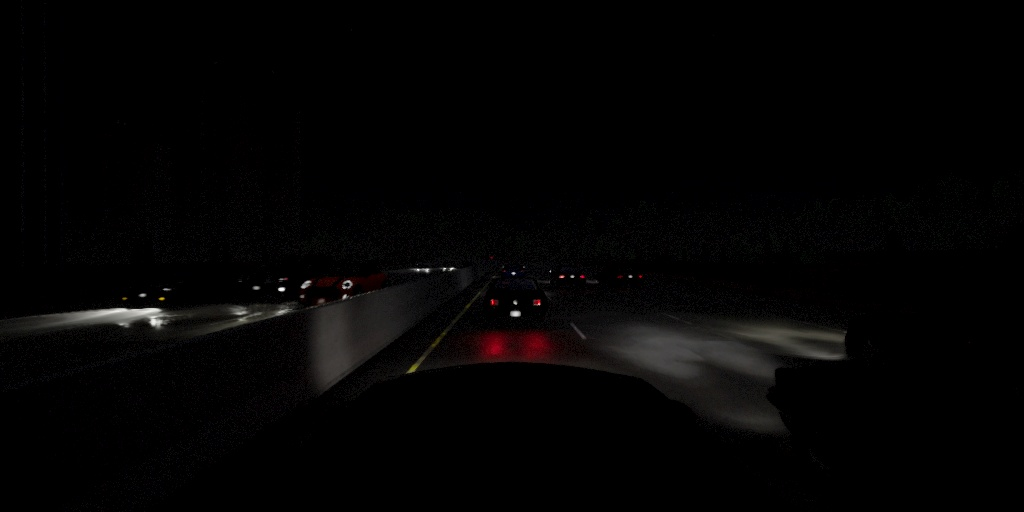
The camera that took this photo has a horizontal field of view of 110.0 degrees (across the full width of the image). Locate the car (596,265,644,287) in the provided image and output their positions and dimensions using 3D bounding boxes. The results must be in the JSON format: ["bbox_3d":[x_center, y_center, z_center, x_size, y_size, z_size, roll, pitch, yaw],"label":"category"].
[{"bbox_3d":[7.110,1.287,24.031,2.033,1.411,5.357,0,0,0],"label":"car"}]

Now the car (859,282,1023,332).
[{"bbox_3d":[7.105,1.101,4.611,2.097,1.767,4.553,0,0,0],"label":"car"}]

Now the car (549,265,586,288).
[{"bbox_3d":[3.610,1.287,23.937,2.033,1.411,5.357,0,0,0],"label":"car"}]

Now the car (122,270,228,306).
[{"bbox_3d":[-14.093,1.308,15.674,1.994,1.385,4.181,0,0,0],"label":"car"}]

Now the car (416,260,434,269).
[{"bbox_3d":[-14.014,1.345,57.978,1.895,1.301,4.718,0,0,1],"label":"car"}]

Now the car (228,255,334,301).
[{"bbox_3d":[-10.592,0.964,17.620,2.150,2.045,5.566,0,0,0],"label":"car"}]

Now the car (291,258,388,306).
[{"bbox_3d":[-7.093,1.096,15.607,2.097,1.767,4.553,0,0,0],"label":"car"}]

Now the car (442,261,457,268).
[{"bbox_3d":[-10.511,1.311,60.763,1.994,1.385,4.181,0,0,1],"label":"car"}]

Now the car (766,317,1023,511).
[{"bbox_3d":[3.603,1.351,1.607,1.895,1.301,4.718,0,0,0],"label":"car"}]

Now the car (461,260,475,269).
[{"bbox_3d":[-7.014,1.292,58.016,2.033,1.411,5.357,0,0,1],"label":"car"}]

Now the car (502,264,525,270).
[{"bbox_3d":[0.113,1.301,29.631,1.994,1.385,4.181,0,0,0],"label":"car"}]

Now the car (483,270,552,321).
[{"bbox_3d":[0.104,1.346,12.395,1.895,1.301,4.718,0,0,0],"label":"car"}]
